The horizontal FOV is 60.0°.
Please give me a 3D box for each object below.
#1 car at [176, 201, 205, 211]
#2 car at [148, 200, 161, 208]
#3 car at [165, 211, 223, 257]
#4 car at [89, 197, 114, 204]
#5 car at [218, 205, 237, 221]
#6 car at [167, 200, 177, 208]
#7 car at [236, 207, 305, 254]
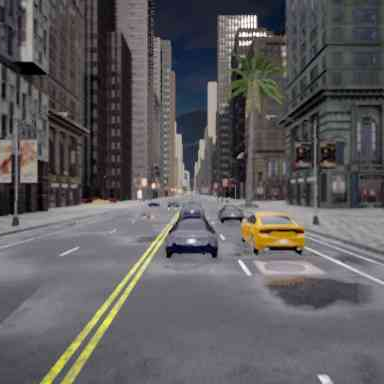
[{"bbox_3d":[0.011,1.607,28.433,2.097,1.767,4.553,0,-1,0],"label":"car"},{"bbox_3d":[-6.564,2.103,58.030,1.895,1.301,4.718,0,0,1],"label":"car"},{"bbox_3d":[0.010,1.688,13.536,1.994,1.385,4.181,0,0,1],"label":"car"},{"bbox_3d":[-23.858,2.578,87.725,4.829,1.417,1.752,-1,1,0],"label":"car"},{"bbox_3d":[3.263,1.822,28.563,1.994,1.385,4.181,0,0,0],"label":"car"},{"bbox_3d":[-3.309,2.049,57.873,2.033,1.411,5.357,0,0,1],"label":"car"},{"bbox_3d":[3.270,1.608,14.258,1.882,1.535,5.008,0,0,0],"label":"car"}]
